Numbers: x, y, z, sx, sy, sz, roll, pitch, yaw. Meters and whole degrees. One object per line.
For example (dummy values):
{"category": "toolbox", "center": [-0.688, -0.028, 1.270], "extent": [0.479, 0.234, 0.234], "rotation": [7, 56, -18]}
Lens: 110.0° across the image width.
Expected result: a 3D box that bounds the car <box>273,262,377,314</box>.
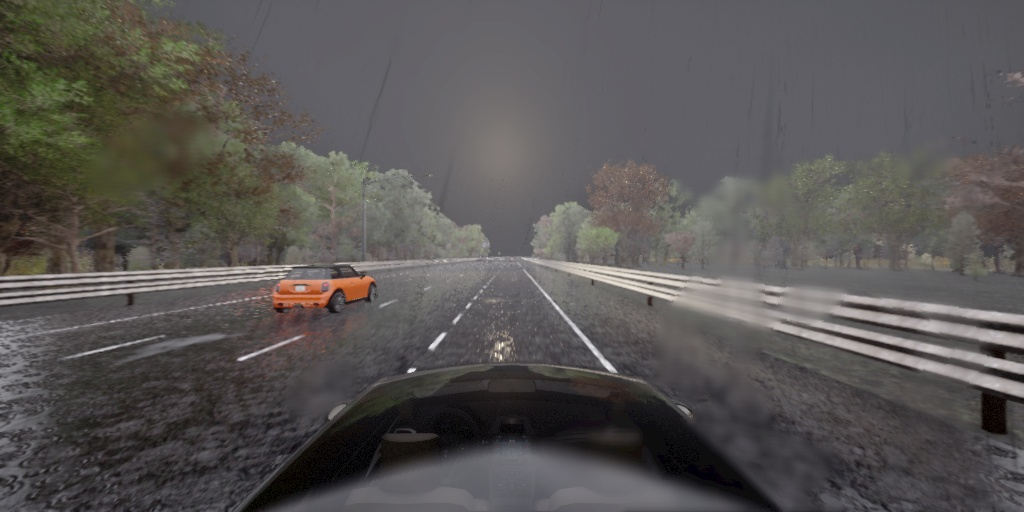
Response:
{"category": "car", "center": [-6.992, 1.094, 13.984], "extent": [2.097, 1.767, 4.553], "rotation": [0, 0, 0]}
